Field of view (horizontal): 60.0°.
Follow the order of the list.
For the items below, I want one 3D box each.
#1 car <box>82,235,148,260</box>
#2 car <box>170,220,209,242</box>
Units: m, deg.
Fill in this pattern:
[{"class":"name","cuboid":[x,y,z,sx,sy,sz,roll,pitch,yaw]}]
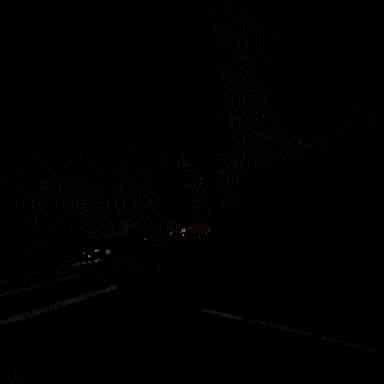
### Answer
[{"class":"car","cuboid":[-5.808,4.145,25.765,2.033,1.411,5.357,-16,-9,35]},{"class":"car","cuboid":[-0.317,3.803,33.458,2.097,1.767,4.553,-16,-9,35]}]
